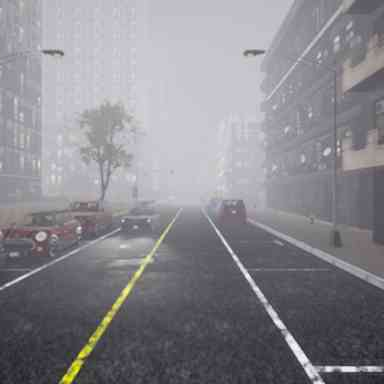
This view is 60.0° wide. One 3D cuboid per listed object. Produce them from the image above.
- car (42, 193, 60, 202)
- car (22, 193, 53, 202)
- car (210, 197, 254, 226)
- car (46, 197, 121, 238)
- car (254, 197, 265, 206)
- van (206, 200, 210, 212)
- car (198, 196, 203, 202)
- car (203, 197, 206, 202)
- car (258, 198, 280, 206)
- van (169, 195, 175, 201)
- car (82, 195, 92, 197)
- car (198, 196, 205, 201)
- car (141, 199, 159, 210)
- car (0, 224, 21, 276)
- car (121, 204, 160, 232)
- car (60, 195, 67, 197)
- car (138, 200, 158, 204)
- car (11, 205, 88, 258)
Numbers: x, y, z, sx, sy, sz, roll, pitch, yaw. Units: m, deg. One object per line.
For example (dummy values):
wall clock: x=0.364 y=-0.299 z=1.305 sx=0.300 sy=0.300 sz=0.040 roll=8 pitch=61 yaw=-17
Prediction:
car: x=-27.376 y=1.032 z=60.234 sx=5.009 sy=1.841 sz=2.192 roll=1 pitch=-1 yaw=-1
car: x=-29.132 y=1.099 z=62.888 sx=5.008 sy=1.535 sz=1.882 roll=1 pitch=0 yaw=-1
car: x=2.685 y=1.387 z=23.755 sx=2.192 sy=1.841 sz=5.009 roll=0 pitch=0 yaw=0
car: x=-5.694 y=1.369 z=18.202 sx=2.192 sy=1.841 sz=5.009 roll=0 pitch=0 yaw=0
car: x=12.238 y=1.745 z=63.357 sx=4.553 sy=1.767 sz=2.097 roll=1 pitch=0 yaw=-1
van: x=2.684 y=1.448 z=34.857 sx=1.690 sy=1.788 sz=3.998 roll=0 pitch=0 yaw=0
car: x=2.679 y=1.843 z=85.297 sx=1.947 sy=1.339 sz=4.313 roll=0 pitch=0 yaw=0
car: x=2.683 y=1.565 z=40.407 sx=1.967 sy=1.590 sz=4.097 roll=0 pitch=0 yaw=0
car: x=16.020 y=1.979 z=69.106 sx=4.097 sy=1.590 sz=1.967 roll=1 pitch=-1 yaw=-1
van: x=-5.704 y=1.654 z=95.263 sx=1.690 sy=1.788 sz=3.998 roll=0 pitch=0 yaw=0
car: x=-22.039 y=1.346 z=68.759 sx=4.829 sy=1.417 sz=1.752 roll=1 pitch=-1 yaw=-1
car: x=2.677 y=1.858 z=95.264 sx=1.887 sy=1.381 sz=4.507 roll=0 pitch=0 yaw=0
car: x=-5.697 y=1.708 z=45.651 sx=1.947 sy=1.339 sz=4.313 roll=0 pitch=0 yaw=0
car: x=-5.692 y=1.603 z=7.099 sx=1.802 sy=1.307 sz=4.206 roll=0 pitch=0 yaw=0
car: x=-3.103 y=1.662 z=20.577 sx=1.895 sy=1.301 sz=4.718 roll=0 pitch=0 yaw=0
car: x=-27.485 y=1.284 z=68.609 sx=4.313 sy=1.339 sz=1.947 roll=1 pitch=-1 yaw=-1
car: x=-5.696 y=1.691 z=40.405 sx=1.947 sy=1.339 sz=4.313 roll=0 pitch=0 yaw=0
car: x=-5.694 y=1.478 z=12.650 sx=1.967 sy=1.590 sz=4.097 roll=0 pitch=0 yaw=0
